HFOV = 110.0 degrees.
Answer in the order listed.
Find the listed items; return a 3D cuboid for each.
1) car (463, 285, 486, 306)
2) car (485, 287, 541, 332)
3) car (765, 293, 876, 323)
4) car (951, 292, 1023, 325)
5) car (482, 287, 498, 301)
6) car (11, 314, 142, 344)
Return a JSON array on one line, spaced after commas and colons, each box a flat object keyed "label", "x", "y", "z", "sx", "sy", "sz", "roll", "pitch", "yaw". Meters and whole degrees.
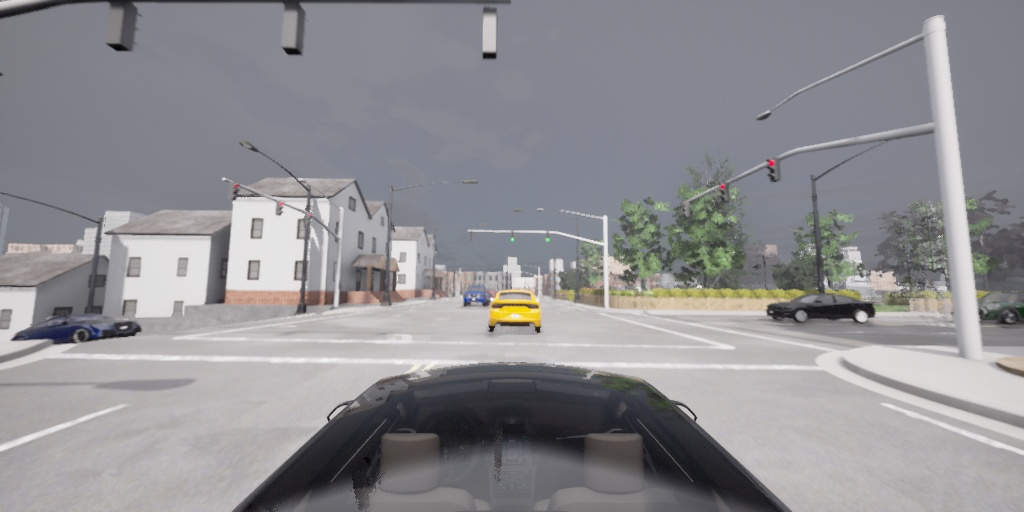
[{"label": "car", "x": -3.608, "y": 4.012, "z": 36.615, "sx": 2.150, "sy": 2.045, "sz": 5.566, "roll": 0, "pitch": -6, "yaw": 0}, {"label": "car", "x": 0.111, "y": 2.118, "z": 14.567, "sx": 1.882, "sy": 1.535, "sz": 5.008, "roll": 1, "pitch": -6, "yaw": 0}, {"label": "car", "x": 16.495, "y": 2.762, "z": 19.355, "sx": 5.008, "sy": 1.535, "sz": 1.882, "roll": 0, "pitch": -6, "yaw": 1}, {"label": "car", "x": 26.658, "y": 2.705, "z": 19.218, "sx": 4.553, "sy": 1.767, "sz": 2.097, "roll": 0, "pitch": -6, "yaw": 1}, {"label": "car", "x": -3.534, "y": 6.049, "z": 57.653, "sx": 2.150, "sy": 2.045, "sz": 5.566, "roll": 0, "pitch": -6, "yaw": 0}, {"label": "car", "x": -19.348, "y": 3.299, "z": 16.041, "sx": 4.181, "sy": 1.385, "sz": 1.994, "roll": -8, "pitch": -5, "yaw": 0}]
